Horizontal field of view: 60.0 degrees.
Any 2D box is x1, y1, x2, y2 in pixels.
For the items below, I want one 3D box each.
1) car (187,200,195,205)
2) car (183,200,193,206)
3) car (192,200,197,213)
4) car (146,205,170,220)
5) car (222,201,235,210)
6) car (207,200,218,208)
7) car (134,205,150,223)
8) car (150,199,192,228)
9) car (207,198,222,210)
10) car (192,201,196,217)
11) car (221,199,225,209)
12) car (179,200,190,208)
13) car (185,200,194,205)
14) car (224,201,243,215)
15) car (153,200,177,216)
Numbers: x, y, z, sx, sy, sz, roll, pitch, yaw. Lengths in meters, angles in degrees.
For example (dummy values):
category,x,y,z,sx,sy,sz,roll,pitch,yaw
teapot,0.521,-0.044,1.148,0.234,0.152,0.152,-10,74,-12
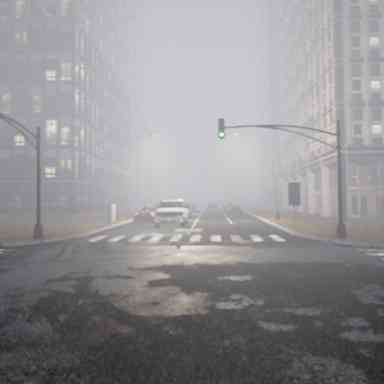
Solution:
category,x,y,z,sx,sy,sz,roll,pitch,yaw
car,-0.264,2.775,90.551,1.947,1.339,4.313,0,-1,3
car,-0.915,2.612,79.420,1.887,1.381,4.507,0,-1,3
car,-0.302,2.176,45.683,1.994,1.385,4.181,-1,-1,3
car,-3.519,2.086,34.898,1.802,1.307,4.206,0,-1,3
car,6.153,2.253,56.741,1.947,1.339,4.313,0,-1,3
car,4.072,2.399,66.152,1.994,1.385,4.181,-1,-1,3
car,-3.842,1.874,29.335,1.967,1.590,4.097,0,-1,3
car,-1.473,1.581,25.759,2.150,2.045,5.566,-1,-1,3
car,3.488,2.252,55.817,2.033,1.411,5.357,-1,-1,3
car,-0.891,2.011,35.660,1.812,1.442,4.674,-1,-1,3
car,5.838,2.145,51.344,1.752,1.417,4.829,0,-1,3
car,-1.566,2.471,68.290,1.887,1.381,4.507,0,-1,3
car,-0.589,2.689,84.986,2.008,1.369,4.403,0,-1,3
car,5.176,2.058,40.037,1.802,1.307,4.206,0,-1,3
car,-3.191,1.889,40.467,2.192,1.841,5.009,0,-1,3
